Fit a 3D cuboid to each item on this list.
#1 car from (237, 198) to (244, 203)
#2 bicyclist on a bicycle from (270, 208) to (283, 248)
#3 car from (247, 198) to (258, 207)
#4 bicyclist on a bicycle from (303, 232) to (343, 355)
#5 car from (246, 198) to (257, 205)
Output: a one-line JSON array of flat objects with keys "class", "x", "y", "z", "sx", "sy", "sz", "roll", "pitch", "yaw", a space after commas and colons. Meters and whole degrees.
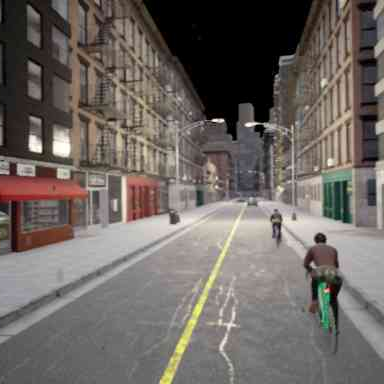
[{"class": "car", "x": 13.380, "y": 2.261, "z": 90.901, "sx": 1.895, "sy": 1.301, "sz": 4.718, "roll": -1, "pitch": -1, "yaw": 10}, {"class": "bicyclist on a bicycle", "x": 3.572, "y": 1.521, "z": 14.024, "sx": 0.582, "sy": 1.620, "sz": 1.656, "roll": -1, "pitch": -1, "yaw": 10}, {"class": "car", "x": 10.816, "y": 1.928, "z": 59.512, "sx": 2.033, "sy": 1.411, "sz": 5.357, "roll": -1, "pitch": -1, "yaw": 10}, {"class": "bicyclist on a bicycle", "x": 2.032, "y": 1.468, "z": 5.161, "sx": 0.582, "sy": 1.620, "sz": 1.656, "roll": -1, "pitch": -1, "yaw": 10}, {"class": "car", "x": 13.026, "y": 2.009, "z": 72.807, "sx": 2.128, "sy": 1.511, "sz": 4.902, "roll": -1, "pitch": -1, "yaw": 10}]
